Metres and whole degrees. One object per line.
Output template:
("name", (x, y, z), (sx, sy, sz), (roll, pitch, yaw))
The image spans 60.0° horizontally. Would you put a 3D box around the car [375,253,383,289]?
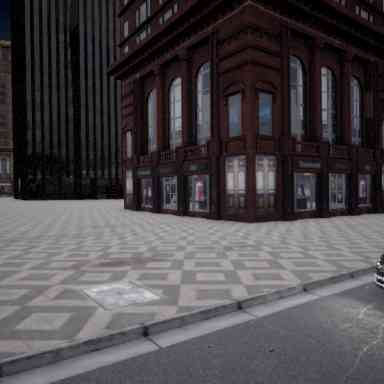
("car", (6.184, 1.500, 7.804), (4.892, 1.490, 1.837), (0, 0, -36))
